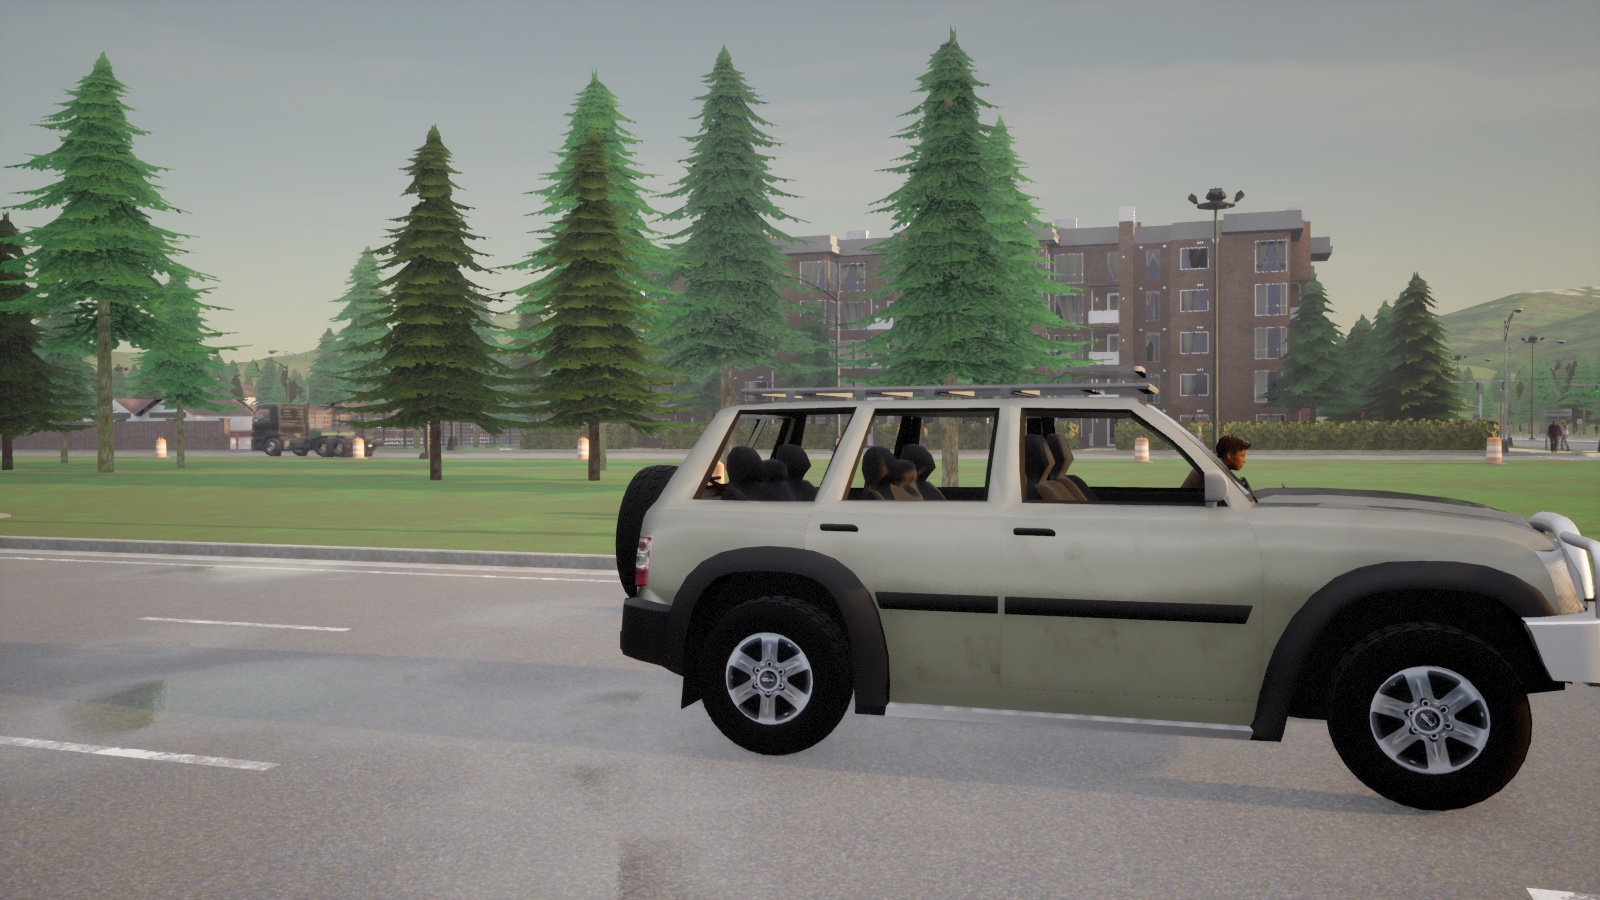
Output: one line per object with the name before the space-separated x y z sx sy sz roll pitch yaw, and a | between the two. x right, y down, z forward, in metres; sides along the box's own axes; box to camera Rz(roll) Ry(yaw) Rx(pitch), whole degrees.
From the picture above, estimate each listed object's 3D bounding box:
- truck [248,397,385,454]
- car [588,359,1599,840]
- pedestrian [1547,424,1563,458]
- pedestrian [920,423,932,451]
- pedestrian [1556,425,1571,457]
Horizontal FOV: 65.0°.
truck | -30.153 -1.522 78.283 7.936 3.462 2.891 1 1 19
car | 1.444 0.546 6.396 4.605 1.855 1.932 1 1 18
pedestrian | 41.619 -0.489 69.255 0.634 1.844 0.899 1 1 26
pedestrian | 8.450 -0.861 84.214 0.726 1.835 0.370 1 1 18
pedestrian | 43.729 -0.522 71.947 0.706 1.836 0.354 1 1 30
